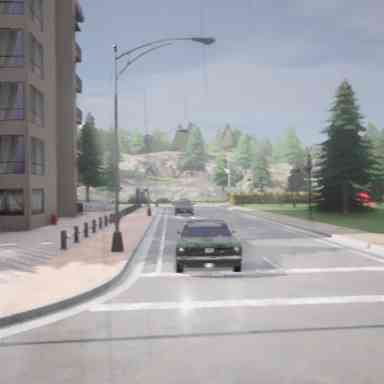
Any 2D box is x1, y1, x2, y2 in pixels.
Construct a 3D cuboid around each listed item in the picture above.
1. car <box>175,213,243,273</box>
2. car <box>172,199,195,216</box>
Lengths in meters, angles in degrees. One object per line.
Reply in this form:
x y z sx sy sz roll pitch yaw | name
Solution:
0.452 1.593 10.808 1.895 1.301 4.718 -1 0 0 | car
-0.855 1.521 33.033 1.837 1.490 4.892 -1 0 -4 | car
